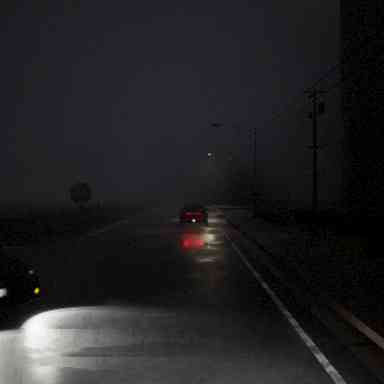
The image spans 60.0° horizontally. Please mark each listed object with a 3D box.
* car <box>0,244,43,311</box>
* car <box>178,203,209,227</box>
[{"bbox_3d":[-5.017,1.564,6.753,4.181,1.385,1.994,0,0,30],"label":"car"},{"bbox_3d":[0.111,1.507,22.957,1.837,1.490,4.892,0,0,0],"label":"car"}]
